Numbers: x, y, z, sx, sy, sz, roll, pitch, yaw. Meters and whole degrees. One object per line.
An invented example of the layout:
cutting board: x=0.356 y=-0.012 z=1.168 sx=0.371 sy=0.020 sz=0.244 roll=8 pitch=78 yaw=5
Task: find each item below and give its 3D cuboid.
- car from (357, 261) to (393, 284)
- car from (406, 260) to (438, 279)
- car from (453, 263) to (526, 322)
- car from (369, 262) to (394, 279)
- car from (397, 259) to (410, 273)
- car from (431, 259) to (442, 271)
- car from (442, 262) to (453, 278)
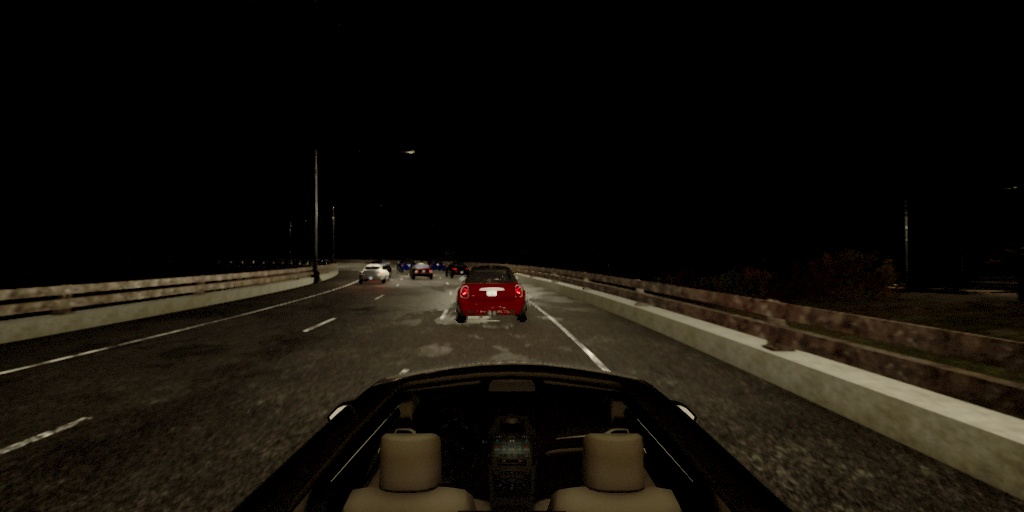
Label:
car: x=-10.649 y=1.360 z=27.920 sx=1.812 sy=1.442 sz=4.674 roll=0 pitch=0 yaw=-14
car: x=-8.475 y=1.384 z=33.469 sx=2.033 sy=1.411 sz=5.357 roll=0 pitch=0 yaw=-19
car: x=-0.777 y=1.123 z=12.580 sx=2.097 sy=1.767 sz=4.553 roll=0 pitch=0 yaw=-5
car: x=-12.728 y=1.347 z=35.107 sx=2.128 sy=1.511 sz=4.902 roll=0 pitch=0 yaw=-19
car: x=-13.977 y=1.232 z=47.561 sx=2.097 sy=1.767 sz=4.553 roll=0 pitch=0 yaw=-25
car: x=-10.490 y=1.221 z=48.363 sx=2.097 sy=1.767 sz=4.553 roll=0 pitch=0 yaw=-24
car: x=-5.373 y=1.355 z=35.194 sx=1.812 sy=1.442 sz=4.674 roll=0 pitch=0 yaw=-19
